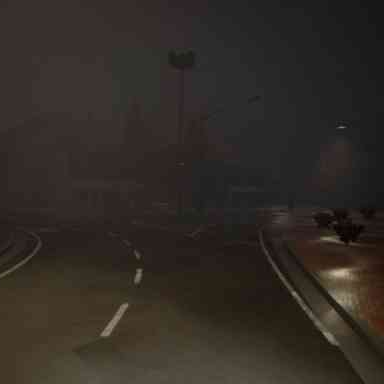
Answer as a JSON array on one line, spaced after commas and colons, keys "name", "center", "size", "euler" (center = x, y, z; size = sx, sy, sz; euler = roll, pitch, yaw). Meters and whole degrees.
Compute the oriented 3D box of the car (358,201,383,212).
[{"name": "car", "center": [24.097, 1.940, 44.703], "size": [4.902, 1.511, 2.128], "euler": [1, 0, -42]}]
